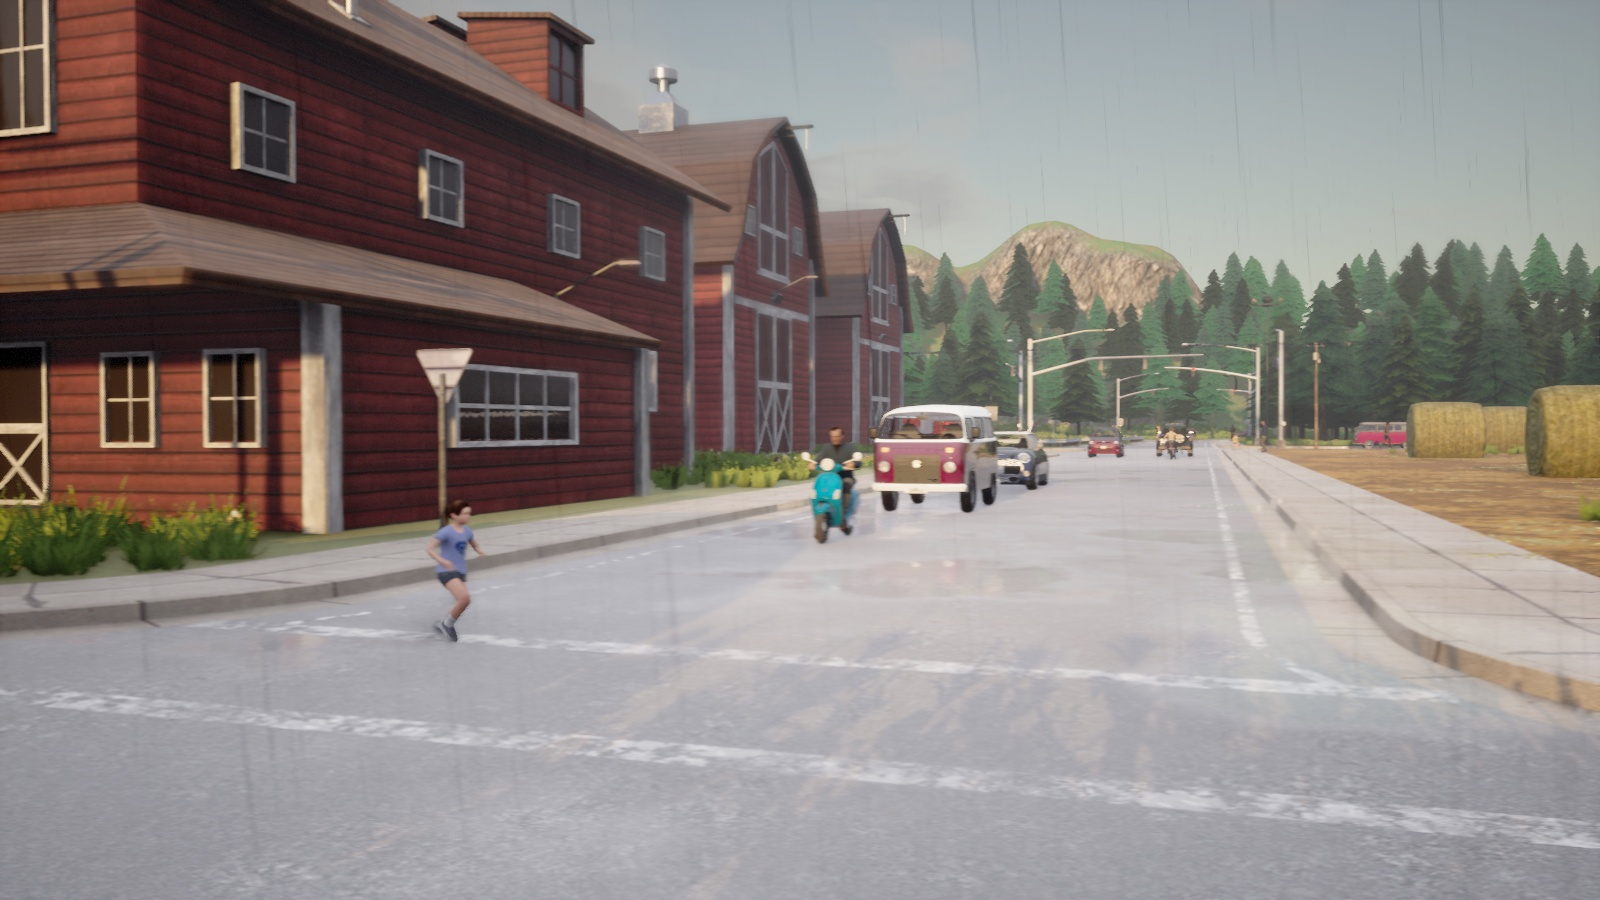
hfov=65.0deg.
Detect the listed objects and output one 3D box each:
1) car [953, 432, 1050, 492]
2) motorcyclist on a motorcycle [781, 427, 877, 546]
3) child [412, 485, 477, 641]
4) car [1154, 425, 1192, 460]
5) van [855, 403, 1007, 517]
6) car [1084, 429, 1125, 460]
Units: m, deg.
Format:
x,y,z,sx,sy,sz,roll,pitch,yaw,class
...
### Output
x,y,z,sx,sy,sz,roll,pitch,yaw,class
5.380,0.255,33.141,1.970,1.475,3.806,1,1,18,car
0.436,0.472,17.692,0.866,1.590,1.817,1,1,18,motorcyclist on a motorcycle
-2.628,0.823,9.289,0.394,1.110,0.255,1,1,24,child
20.704,-0.419,69.540,1.932,1.855,4.605,1,1,17,car
2.687,0.137,24.719,2.069,2.038,4.480,1,1,18,van
16.441,-0.325,67.708,1.851,1.617,3.988,1,1,18,car
